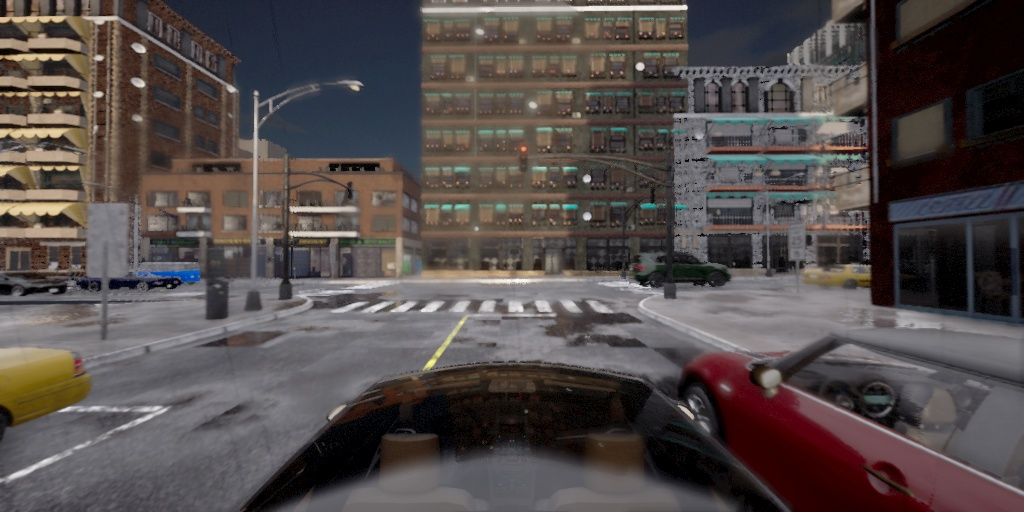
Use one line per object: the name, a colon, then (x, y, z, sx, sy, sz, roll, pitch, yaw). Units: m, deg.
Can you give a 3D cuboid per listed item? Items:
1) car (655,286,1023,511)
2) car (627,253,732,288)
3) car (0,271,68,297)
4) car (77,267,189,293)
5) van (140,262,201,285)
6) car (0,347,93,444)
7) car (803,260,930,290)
car: (2.739, 1.189, 2.301, 1.967, 1.591, 4.097, 0, 0, 0)
car: (9.667, 0.830, 21.004, 5.566, 2.045, 2.150, 0, -1, 1)
car: (-26.184, 1.455, 18.823, 4.313, 1.339, 1.948, 0, 0, 1)
car: (-22.694, 1.501, 21.473, 4.718, 1.301, 1.895, -1, -1, 1)
van: (-26.058, 1.366, 27.202, 3.998, 1.789, 1.690, 0, 0, 1)
car: (-5.826, 1.275, 2.079, 1.751, 1.417, 4.829, 0, 0, 0)
car: (17.657, 1.007, 18.179, 4.829, 1.417, 1.751, 0, 0, 1)
